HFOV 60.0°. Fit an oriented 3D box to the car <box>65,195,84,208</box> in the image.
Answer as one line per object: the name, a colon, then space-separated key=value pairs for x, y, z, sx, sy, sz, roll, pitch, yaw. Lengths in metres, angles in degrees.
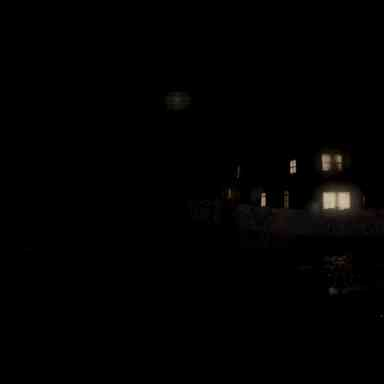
car: x=-18.931 y=1.469 z=54.141 sx=2.150 sy=2.045 sz=5.566 roll=0 pitch=-1 yaw=-7

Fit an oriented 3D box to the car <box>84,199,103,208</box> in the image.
car: x=-15.713 y=1.838 z=54.580 sx=2.033 sy=1.411 sz=5.357 roll=0 pitch=0 yaw=-7
